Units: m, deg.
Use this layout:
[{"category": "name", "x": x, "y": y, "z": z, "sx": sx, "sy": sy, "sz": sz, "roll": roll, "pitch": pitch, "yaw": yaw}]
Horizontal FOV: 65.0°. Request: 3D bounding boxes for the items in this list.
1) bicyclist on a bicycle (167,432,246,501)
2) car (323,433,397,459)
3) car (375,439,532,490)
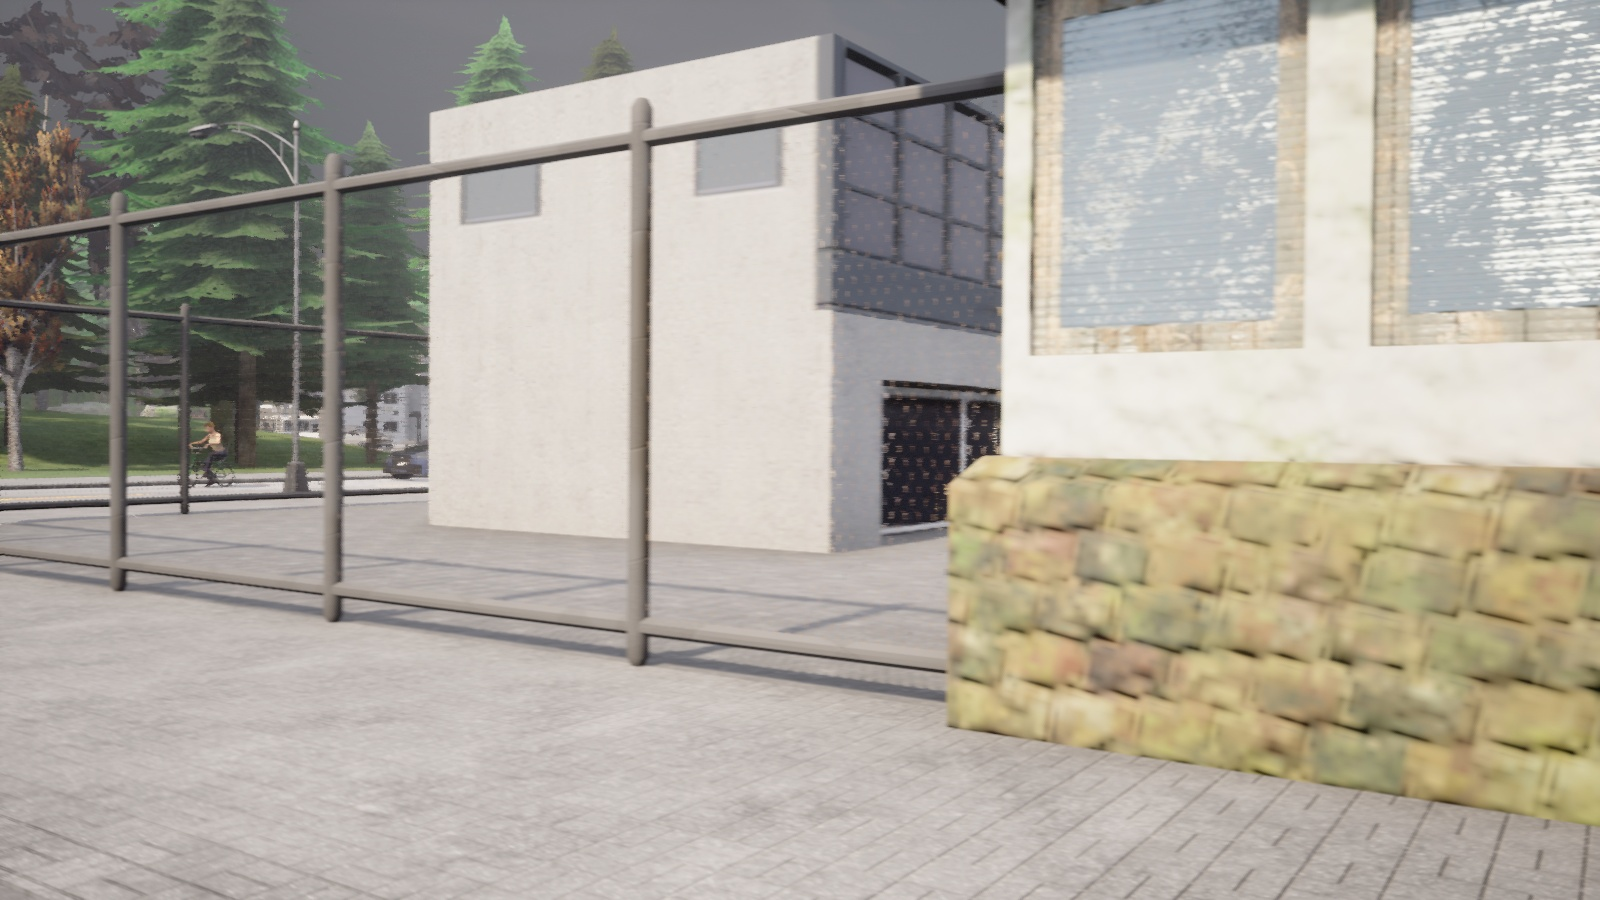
[{"category": "bicyclist on a bicycle", "x": -14.452, "y": 0.379, "z": 30.606, "sx": 0.866, "sy": 1.612, "sz": 1.509, "roll": 0, "pitch": 1, "yaw": 33}, {"category": "car", "x": -29.047, "y": -0.297, "z": 82.930, "sx": 4.611, "sy": 1.667, "sz": 2.242, "roll": 0, "pitch": 1, "yaw": 33}, {"category": "car", "x": -10.154, "y": 0.380, "z": 37.074, "sx": 1.994, "sy": 1.385, "sz": 4.181, "roll": 0, "pitch": 1, "yaw": 33}]
